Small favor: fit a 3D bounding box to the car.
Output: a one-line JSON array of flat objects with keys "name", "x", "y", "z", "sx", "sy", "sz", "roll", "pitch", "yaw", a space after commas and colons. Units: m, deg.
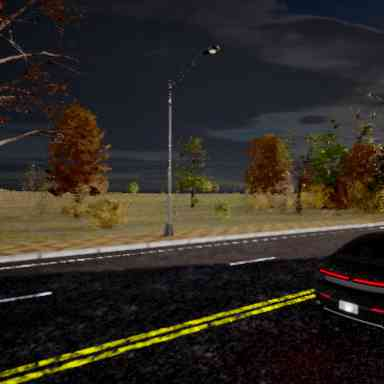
[{"name": "car", "x": 4.398, "y": 1.527, "z": 6.470, "sx": 4.892, "sy": 1.490, "sz": 1.837, "roll": 0, "pitch": 0, "yaw": -34}]
